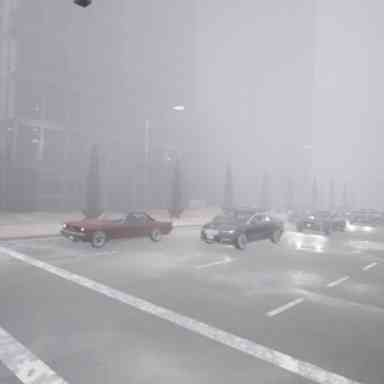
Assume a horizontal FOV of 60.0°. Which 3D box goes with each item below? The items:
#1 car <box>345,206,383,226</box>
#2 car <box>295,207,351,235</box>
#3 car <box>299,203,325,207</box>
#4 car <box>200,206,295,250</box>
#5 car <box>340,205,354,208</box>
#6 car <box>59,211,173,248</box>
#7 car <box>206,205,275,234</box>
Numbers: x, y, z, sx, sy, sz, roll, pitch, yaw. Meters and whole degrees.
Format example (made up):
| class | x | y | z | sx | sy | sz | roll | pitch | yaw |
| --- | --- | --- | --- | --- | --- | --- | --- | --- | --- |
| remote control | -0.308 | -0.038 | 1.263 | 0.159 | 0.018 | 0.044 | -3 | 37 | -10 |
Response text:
| class | x | y | z | sx | sy | sz | roll | pitch | yaw |
| --- | --- | --- | --- | --- | --- | --- | --- | --- | --- |
| car | 15.231 | 2.165 | 28.976 | 1.994 | 1.385 | 4.181 | 2 | 0 | 43 |
| car | 8.454 | 1.903 | 21.666 | 1.994 | 1.385 | 4.181 | 2 | 0 | 43 |
| car | 10.030 | 1.757 | 28.499 | 2.097 | 1.767 | 4.553 | 2 | 0 | 43 |
| car | 2.400 | 1.596 | 15.129 | 2.128 | 1.511 | 4.902 | 2 | 0 | 43 |
| car | 16.799 | 2.172 | 35.789 | 1.837 | 1.490 | 4.892 | 2 | 0 | 43 |
| car | -3.111 | 1.498 | 14.351 | 1.895 | 1.301 | 4.718 | 2 | 0 | 43 |
| car | 3.235 | 1.647 | 21.178 | 1.837 | 1.490 | 4.892 | 2 | 0 | 43 |
